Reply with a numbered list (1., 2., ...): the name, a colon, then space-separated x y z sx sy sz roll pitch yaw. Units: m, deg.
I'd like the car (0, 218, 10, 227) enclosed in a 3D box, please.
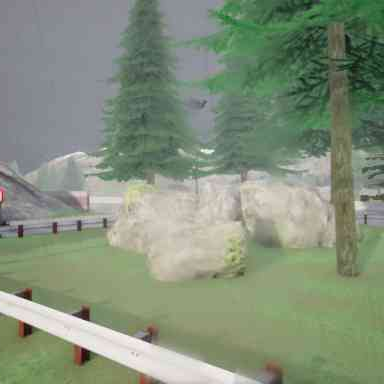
1. car: -11.157 1.364 15.215 5.357 1.411 2.033 0 0 9
